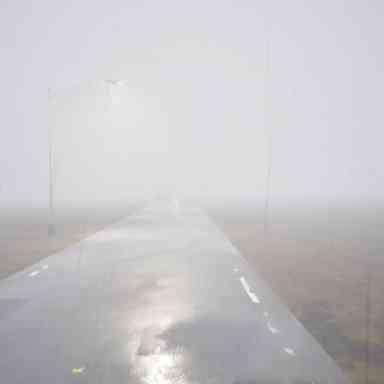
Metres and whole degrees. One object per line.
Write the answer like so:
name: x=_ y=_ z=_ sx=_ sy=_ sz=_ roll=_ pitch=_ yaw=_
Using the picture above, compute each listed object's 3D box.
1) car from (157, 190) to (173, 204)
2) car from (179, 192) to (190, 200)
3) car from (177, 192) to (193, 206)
car: x=-4.014 y=0.645 z=50.685 sx=2.150 sy=2.045 sz=5.566 roll=-1 pitch=1 yaw=-1
car: x=-1.406 y=0.742 z=62.658 sx=1.812 sy=1.442 sz=4.674 roll=-1 pitch=1 yaw=-1
car: x=-0.934 y=1.001 z=44.135 sx=1.812 sy=1.442 sz=4.674 roll=-1 pitch=1 yaw=-1
